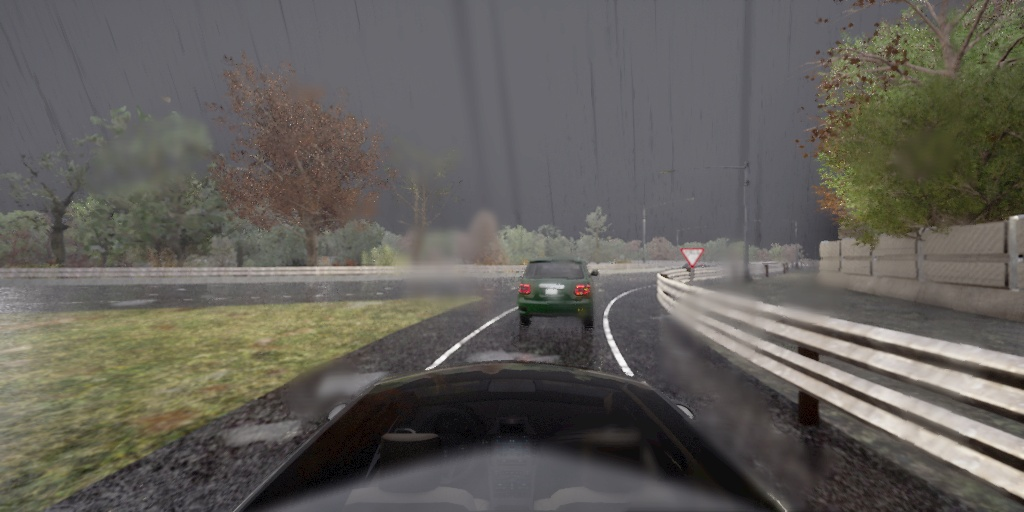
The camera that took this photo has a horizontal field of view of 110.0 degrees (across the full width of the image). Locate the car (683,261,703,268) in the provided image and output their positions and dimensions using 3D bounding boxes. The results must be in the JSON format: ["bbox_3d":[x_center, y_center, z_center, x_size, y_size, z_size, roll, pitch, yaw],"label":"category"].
[{"bbox_3d":[29.299,1.736,58.220,1.837,1.490,4.892,0,0,40],"label":"car"}]

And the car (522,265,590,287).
[{"bbox_3d":[3.464,1.455,27.863,4.902,1.511,2.128,0,0,-30],"label":"car"}]

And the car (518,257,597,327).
[{"bbox_3d":[1.688,1.060,12.116,2.150,2.045,5.566,0,0,13],"label":"car"}]
